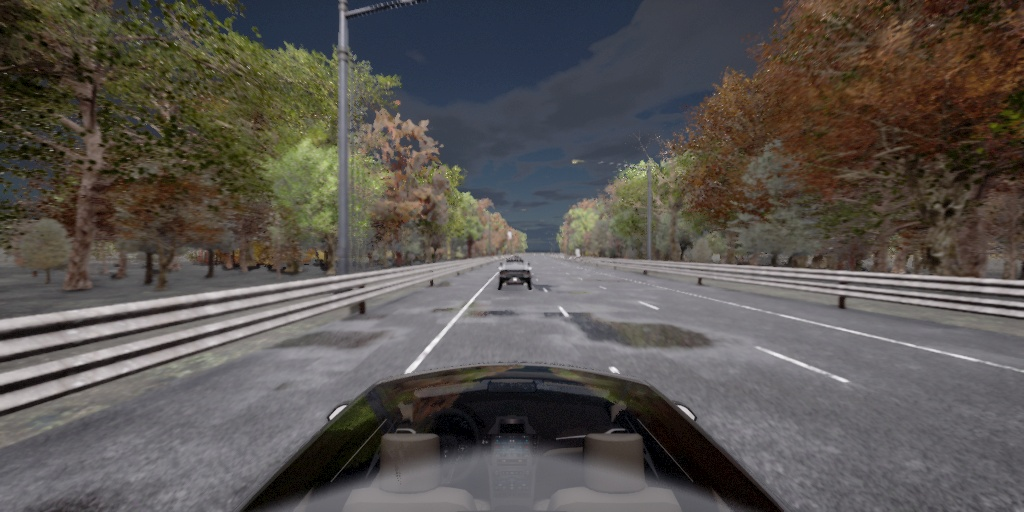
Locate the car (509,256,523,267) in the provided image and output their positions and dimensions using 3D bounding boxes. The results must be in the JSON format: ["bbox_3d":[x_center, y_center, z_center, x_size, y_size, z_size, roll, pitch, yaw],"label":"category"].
[{"bbox_3d":[0.662,0.784,53.783,2.033,1.649,4.856,0,1,2],"label":"car"}]

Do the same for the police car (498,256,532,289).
[{"bbox_3d":[0.186,1.024,21.695,1.930,1.638,5.238,0,0,1],"label":"police car"}]
